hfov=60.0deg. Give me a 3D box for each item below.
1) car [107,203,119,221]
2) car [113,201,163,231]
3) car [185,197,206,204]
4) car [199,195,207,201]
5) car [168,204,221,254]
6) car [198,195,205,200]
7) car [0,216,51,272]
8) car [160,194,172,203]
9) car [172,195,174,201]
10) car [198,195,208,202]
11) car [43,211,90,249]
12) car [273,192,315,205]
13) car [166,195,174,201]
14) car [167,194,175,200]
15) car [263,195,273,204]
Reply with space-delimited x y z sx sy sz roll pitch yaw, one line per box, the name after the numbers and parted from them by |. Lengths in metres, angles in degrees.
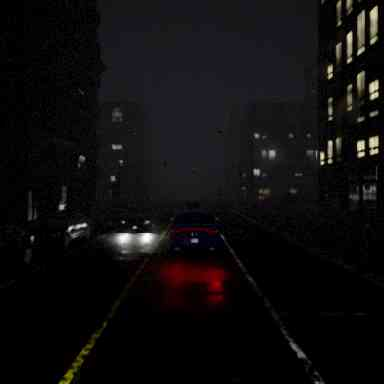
-5.749 1.573 27.256 1.802 1.307 4.206 0 0 0 | car
-3.104 1.540 20.696 2.033 1.411 5.357 0 0 0 | car
0.090 1.516 31.167 1.812 1.442 4.674 0 0 0 | car
2.667 1.438 80.649 1.967 1.590 4.097 0 0 0 | car
0.094 1.472 13.519 1.882 1.535 5.008 0 0 0 | car
2.664 1.586 92.014 1.802 1.307 4.206 0 0 0 | car
-5.694 1.548 8.690 2.008 1.369 4.403 0 0 0 | car
-5.710 1.561 69.279 1.947 1.339 4.313 0 0 0 | car
-5.712 1.522 74.792 1.752 1.417 4.829 0 0 0 | car
2.668 1.436 74.966 1.967 1.590 4.097 0 0 0 | car
-5.695 1.546 14.338 2.008 1.369 4.403 0 0 0 | car
14.680 1.014 47.223 5.009 1.841 2.192 -1 1 0 | car
-5.715 1.527 86.157 1.752 1.417 4.829 0 0 0 | car
-5.717 1.445 92.010 1.967 1.590 4.097 0 0 0 | car
14.544 0.998 55.601 5.009 1.841 2.192 -1 1 0 | car
